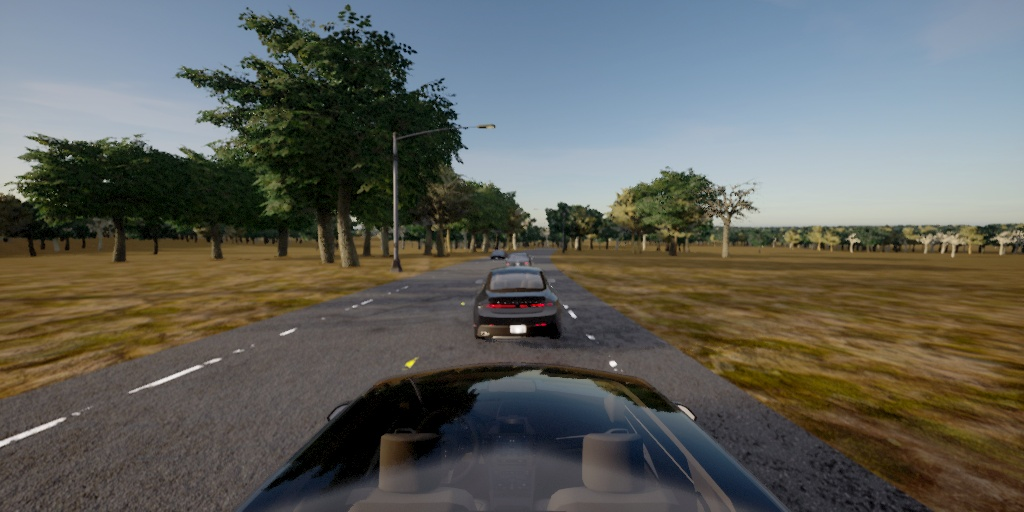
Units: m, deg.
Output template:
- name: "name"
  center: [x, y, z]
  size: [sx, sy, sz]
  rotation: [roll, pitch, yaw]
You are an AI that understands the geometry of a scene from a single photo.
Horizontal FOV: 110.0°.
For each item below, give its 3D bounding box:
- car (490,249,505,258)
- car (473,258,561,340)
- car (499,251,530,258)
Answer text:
- name: "car"
  center: [-1.695, -0.173, 47.792]
  size: [2.033, 1.411, 5.357]
  rotation: [0, 2, 5]
- name: "car"
  center: [0.099, 1.009, 9.116]
  size: [1.837, 1.490, 4.892]
  rotation: [-1, 3, 0]
- name: "car"
  center: [0.526, 0.494, 26.302]
  size: [2.033, 1.411, 5.357]
  rotation: [-2, 2, 3]
